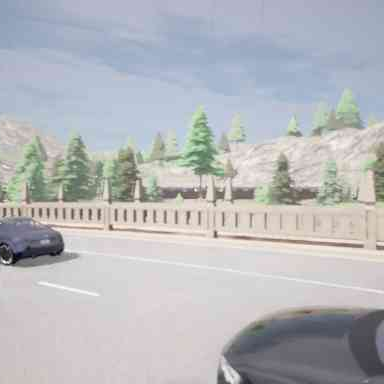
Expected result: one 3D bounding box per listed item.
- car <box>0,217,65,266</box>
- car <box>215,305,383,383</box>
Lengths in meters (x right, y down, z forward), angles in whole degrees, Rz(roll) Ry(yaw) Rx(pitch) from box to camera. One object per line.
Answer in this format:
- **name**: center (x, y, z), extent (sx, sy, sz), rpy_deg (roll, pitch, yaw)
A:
- **car**: center (-6.525, 1.600, 11.747), extent (4.181, 1.385, 1.994), rpy_deg (0, 0, 28)
- **car**: center (2.424, 1.471, 2.082), extent (4.902, 1.511, 2.128), rpy_deg (0, 0, 36)
